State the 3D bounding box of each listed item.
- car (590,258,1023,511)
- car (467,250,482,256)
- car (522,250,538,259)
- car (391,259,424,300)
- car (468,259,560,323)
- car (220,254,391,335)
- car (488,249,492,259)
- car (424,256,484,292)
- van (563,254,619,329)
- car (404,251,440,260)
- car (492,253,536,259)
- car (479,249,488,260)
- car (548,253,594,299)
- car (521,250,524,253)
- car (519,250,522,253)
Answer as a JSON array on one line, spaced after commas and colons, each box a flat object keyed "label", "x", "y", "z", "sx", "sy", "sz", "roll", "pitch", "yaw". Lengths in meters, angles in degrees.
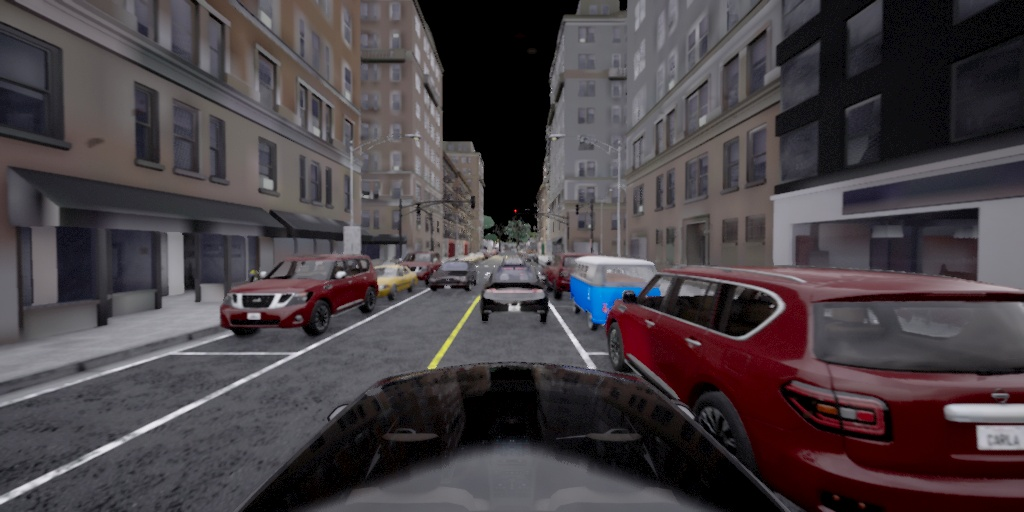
[{"label": "car", "x": 2.639, "y": 1.008, "z": 4.340, "sx": 2.192, "sy": 1.841, "sz": 5.009, "roll": 0, "pitch": 0, "yaw": 0}, {"label": "car", "x": -5.410, "y": 0.268, "z": 48.206, "sx": 1.751, "sy": 1.417, "sz": 4.829, "roll": 0, "pitch": 0, "yaw": 0}, {"label": "car", "x": 2.643, "y": 0.293, "z": 48.375, "sx": 2.007, "sy": 1.370, "sz": 4.403, "roll": 0, "pitch": 0, "yaw": 0}, {"label": "car", "x": -5.398, "y": 0.974, "z": 15.527, "sx": 1.751, "sy": 1.417, "sz": 4.829, "roll": 0, "pitch": 0, "yaw": 0}, {"label": "car", "x": 0.072, "y": 1.036, "z": 11.259, "sx": 2.128, "sy": 1.511, "sz": 4.902, "roll": 0, "pitch": 1, "yaw": 0}, {"label": "car", "x": -5.397, "y": 0.885, "z": 10.021, "sx": 2.192, "sy": 1.841, "sz": 5.009, "roll": 0, "pitch": 0, "yaw": 0}, {"label": "car", "x": -5.402, "y": -0.296, "z": 64.818, "sx": 2.192, "sy": 1.841, "sz": 5.009, "roll": 0, "pitch": 0, "yaw": 0}, {"label": "car", "x": -2.812, "y": 0.937, "z": 18.415, "sx": 2.033, "sy": 1.411, "sz": 5.357, "roll": 0, "pitch": 1, "yaw": 0}, {"label": "van", "x": 2.639, "y": 0.912, "z": 10.018, "sx": 1.690, "sy": 1.789, "sz": 3.998, "roll": 0, "pitch": 0, "yaw": 0}, {"label": "car", "x": -5.398, "y": 0.640, "z": 21.375, "sx": 2.192, "sy": 1.841, "sz": 5.009, "roll": 0, "pitch": 0, "yaw": 0}, {"label": "car", "x": 0.072, "y": 0.805, "z": 21.923, "sx": 2.128, "sy": 1.511, "sz": 4.902, "roll": 0, "pitch": 1, "yaw": -1}, {"label": "car", "x": -5.405, "y": 0.032, "z": 59.167, "sx": 1.751, "sy": 1.417, "sz": 4.829, "roll": 0, "pitch": 0, "yaw": 0}, {"label": "car", "x": 2.640, "y": 0.763, "z": 15.696, "sx": 2.192, "sy": 1.841, "sz": 5.009, "roll": 0, "pitch": 0, "yaw": 0}, {"label": "car", "x": 2.644, "y": 0.170, "z": 53.856, "sx": 1.888, "sy": 1.381, "sz": 4.507, "roll": 0, "pitch": 0, "yaw": 0}, {"label": "car", "x": 2.644, "y": 0.057, "z": 59.336, "sx": 2.007, "sy": 1.370, "sz": 4.403, "roll": 0, "pitch": 0, "yaw": 0}]
